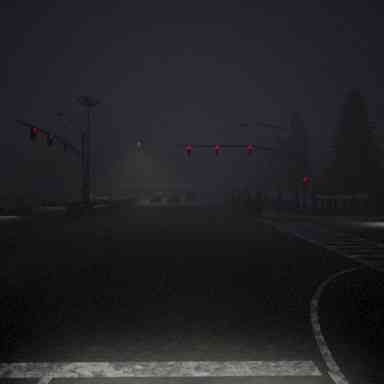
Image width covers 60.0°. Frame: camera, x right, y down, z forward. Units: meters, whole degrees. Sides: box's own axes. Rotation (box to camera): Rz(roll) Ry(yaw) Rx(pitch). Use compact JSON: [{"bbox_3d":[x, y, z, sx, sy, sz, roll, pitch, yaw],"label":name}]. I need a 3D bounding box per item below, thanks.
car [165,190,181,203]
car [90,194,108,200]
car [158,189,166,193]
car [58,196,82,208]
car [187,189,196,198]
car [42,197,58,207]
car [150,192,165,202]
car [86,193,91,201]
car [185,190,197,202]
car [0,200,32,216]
[{"bbox_3d":[-3.495,1.038,64.760,2.097,1.767,4.553,0,3,0],"label":"car"},{"bbox_3d":[-17.611,1.222,64.436,1.812,1.442,4.674,0,3,0],"label":"car"},{"bbox_3d":[-7.172,0.111,78.536,1.882,1.535,5.008,0,7,0],"label":"car"},{"bbox_3d":[-17.610,1.523,49.022,1.812,1.442,4.674,0,0,0],"label":"car"},{"bbox_3d":[-0.166,0.291,77.430,2.033,1.411,5.357,0,7,0],"label":"car"},{"bbox_3d":[-21.112,1.545,51.230,2.033,1.411,5.357,0,0,0],"label":"car"},{"bbox_3d":[-6.998,1.226,65.138,1.994,1.385,4.181,0,3,0],"label":"car"},{"bbox_3d":[-21.106,1.053,66.703,1.882,1.535,5.008,0,3,0],"label":"car"},{"bbox_3d":[-0.108,0.784,67.006,2.150,2.045,5.566,0,3,0],"label":"car"},{"bbox_3d":[-17.602,1.523,32.842,1.812,1.442,4.674,0,0,0],"label":"car"}]
